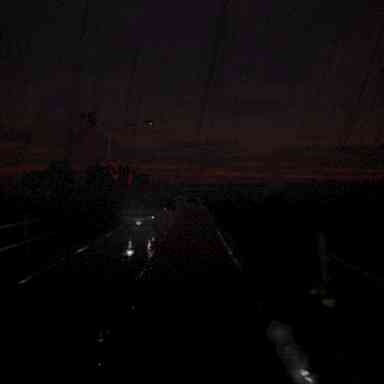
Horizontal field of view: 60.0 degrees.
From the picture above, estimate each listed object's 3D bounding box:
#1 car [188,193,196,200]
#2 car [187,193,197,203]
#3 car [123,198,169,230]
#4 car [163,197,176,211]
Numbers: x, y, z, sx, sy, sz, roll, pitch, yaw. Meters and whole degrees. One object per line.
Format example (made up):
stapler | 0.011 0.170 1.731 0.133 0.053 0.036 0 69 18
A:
car | -0.006 0.901 69.971 1.812 1.442 4.674 0 0 0
car | -0.006 1.150 59.548 2.033 1.411 5.357 0 0 0
car | -2.790 1.348 19.878 2.128 1.511 4.902 0 0 1
car | -2.752 1.303 36.935 2.033 1.411 5.357 0 0 0
